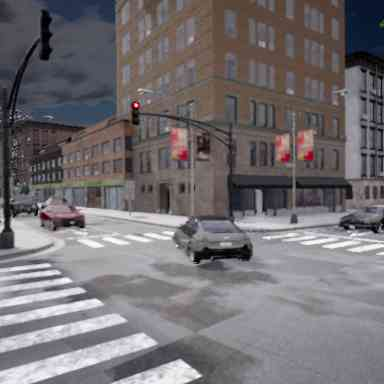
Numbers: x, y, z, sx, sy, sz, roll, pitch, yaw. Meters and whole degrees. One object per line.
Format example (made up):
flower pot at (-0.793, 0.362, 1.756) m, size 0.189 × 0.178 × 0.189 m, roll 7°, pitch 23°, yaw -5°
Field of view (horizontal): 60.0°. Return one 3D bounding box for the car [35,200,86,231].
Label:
car at (-8.306, 1.502, 21.181) m, size 1.882 × 1.535 × 5.008 m, roll -1°, pitch 0°, yaw -35°

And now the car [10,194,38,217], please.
car at (-16.581, 1.272, 32.583) m, size 2.150 × 2.045 × 5.566 m, roll -1°, pitch 0°, yaw -36°

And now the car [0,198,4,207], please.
car at (-27.082, 1.615, 47.199) m, size 1.812 × 1.442 × 4.674 m, roll -1°, pitch 0°, yaw -36°

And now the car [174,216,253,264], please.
car at (0.606, 1.543, 12.024) m, size 1.994 × 1.385 × 4.181 m, roll 0°, pitch 0°, yaw -12°

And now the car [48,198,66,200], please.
car at (-14.357, 1.362, 34.962) m, size 2.097 × 1.767 × 4.553 m, roll -1°, pitch 0°, yaw -36°

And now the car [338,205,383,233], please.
car at (10.740, 1.482, 19.341) m, size 5.357 × 1.411 × 2.033 m, roll 0°, pitch 0°, yaw -35°
